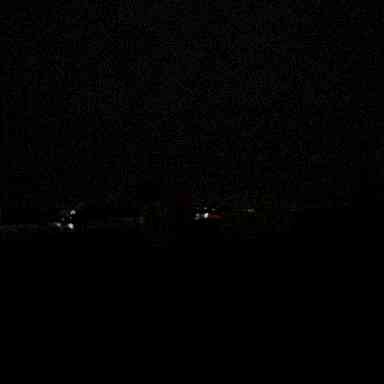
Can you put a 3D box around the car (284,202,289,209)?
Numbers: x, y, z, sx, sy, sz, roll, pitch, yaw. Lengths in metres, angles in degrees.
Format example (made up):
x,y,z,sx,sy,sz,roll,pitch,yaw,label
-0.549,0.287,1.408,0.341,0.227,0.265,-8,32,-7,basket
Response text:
x,y,z,sx,sy,sz,roll,pitch,yaw,label
14.607,2.150,55.582,1.837,1.490,4.892,-1,-1,36,car

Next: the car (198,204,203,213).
x,y,z,sx,sy,sz,roll,pitch,yaw,label
2.479,2.049,44.999,1.837,1.490,4.892,-1,-1,36,car

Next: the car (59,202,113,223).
x,y,z,sx,sy,sz,roll,pitch,yaw,label
-9.157,1.679,28.877,2.097,1.767,4.553,-1,-1,36,car

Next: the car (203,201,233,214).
x,y,z,sx,sy,sz,roll,pitch,yaw,label
3.868,1.930,40.615,2.128,1.511,4.902,-1,-2,36,car
